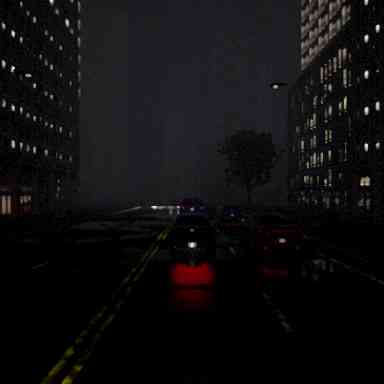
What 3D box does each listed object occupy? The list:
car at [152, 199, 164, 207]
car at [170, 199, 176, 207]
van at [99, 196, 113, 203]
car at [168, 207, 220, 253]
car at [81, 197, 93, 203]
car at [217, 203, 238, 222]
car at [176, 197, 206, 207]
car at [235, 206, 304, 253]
[{"bbox_3d":[-6.487,2.109,64.315,1.994,1.385,4.181,0,0,1],"label":"car"},{"bbox_3d":[-3.246,2.049,64.230,1.837,1.490,4.892,0,0,1],"label":"car"},{"bbox_3d":[-22.592,1.913,86.726,3.998,1.788,1.690,0,0,1],"label":"van"},{"bbox_3d":[0.014,1.641,14.297,1.837,1.490,4.892,0,0,0],"label":"car"},{"bbox_3d":[-28.132,2.092,86.776,4.507,1.381,1.887,0,0,1],"label":"car"},{"bbox_3d":[3.276,1.746,29.480,1.882,1.535,5.008,0,0,0],"label":"car"},{"bbox_3d":[0.021,1.481,29.020,2.150,2.045,5.566,0,0,0],"label":"car"},{"bbox_3d":[3.266,1.612,14.472,1.882,1.535,5.008,0,0,0],"label":"car"}]
